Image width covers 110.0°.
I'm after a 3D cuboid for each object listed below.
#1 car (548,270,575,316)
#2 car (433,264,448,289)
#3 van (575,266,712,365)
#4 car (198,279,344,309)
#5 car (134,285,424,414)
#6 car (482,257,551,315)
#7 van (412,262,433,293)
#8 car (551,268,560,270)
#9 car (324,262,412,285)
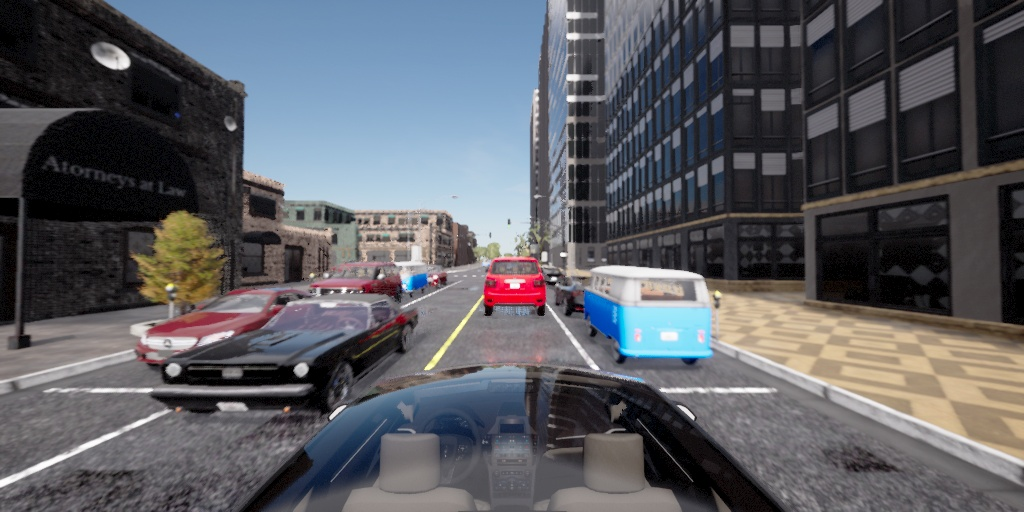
[{"bbox_3d":[2.654,1.404,13.568,1.948,1.339,4.313,0,0,0],"label":"car"},{"bbox_3d":[-5.697,1.362,24.908,1.967,1.591,4.097,0,0,0],"label":"car"},{"bbox_3d":[2.656,1.137,7.924,1.690,1.789,3.998,0,0,0],"label":"van"},{"bbox_3d":[-5.692,1.378,7.977,1.802,1.307,4.207,0,0,0],"label":"car"},{"bbox_3d":[-3.103,1.384,6.187,1.895,1.301,4.718,0,0,0],"label":"car"},{"bbox_3d":[0.093,1.066,14.229,2.150,2.045,5.566,0,0,0],"label":"car"},{"bbox_3d":[-5.695,1.221,19.264,1.690,1.789,3.998,0,0,0],"label":"van"},{"bbox_3d":[2.650,1.488,24.857,1.948,1.339,4.313,0,0,0],"label":"car"},{"bbox_3d":[-5.693,1.153,13.621,2.192,1.841,5.009,0,0,0],"label":"car"}]
